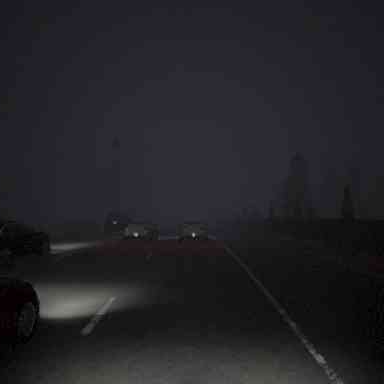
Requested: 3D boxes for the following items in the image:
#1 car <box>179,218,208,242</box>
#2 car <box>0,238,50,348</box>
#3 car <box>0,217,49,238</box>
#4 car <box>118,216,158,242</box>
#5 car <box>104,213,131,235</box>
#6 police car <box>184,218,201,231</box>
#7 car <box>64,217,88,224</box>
[{"bbox_3d":[0.100,2.538,22.380,1.812,1.442,4.674,0,-5,0],"label":"car"},{"bbox_3d":[-3.400,1.548,3.512,1.812,1.442,4.674,0,-1,0],"label":"car"},{"bbox_3d":[-6.901,1.791,12.141,2.128,1.511,4.902,0,-3,0],"label":"car"},{"bbox_3d":[-3.400,2.551,22.553,1.812,1.442,4.674,0,-5,0],"label":"car"},{"bbox_3d":[-6.901,3.055,32.394,2.150,2.045,5.566,0,-4,0],"label":"car"},{"bbox_3d":[0.099,4.148,42.338,2.038,1.542,4.974,0,-5,0],"label":"police car"},{"bbox_3d":[-14.001,3.808,40.269,2.128,1.511,4.902,0,-5,0],"label":"car"}]
